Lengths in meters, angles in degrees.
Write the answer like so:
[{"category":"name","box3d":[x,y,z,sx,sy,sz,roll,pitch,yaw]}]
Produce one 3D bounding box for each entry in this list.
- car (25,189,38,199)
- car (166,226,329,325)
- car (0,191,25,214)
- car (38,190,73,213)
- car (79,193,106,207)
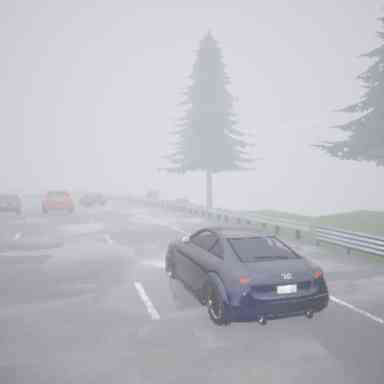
[{"category":"car","box3d":[-22.846,0.239,47.526,1.812,1.442,4.674,0,1,-34]},{"category":"car","box3d":[0.803,1.388,6.934,1.994,1.385,4.181,0,2,-18]},{"category":"car","box3d":[-13.800,0.868,24.783,2.033,1.411,5.357,0,2,-26]},{"category":"car","box3d":[-10.767,0.643,26.379,2.097,1.767,4.553,-1,2,-26]},{"category":"car","box3d":[-9.822,0.742,32.453,1.895,1.301,4.718,-1,2,-27]}]
